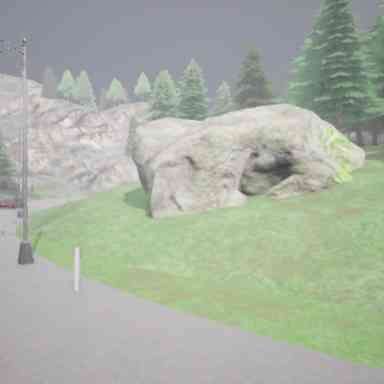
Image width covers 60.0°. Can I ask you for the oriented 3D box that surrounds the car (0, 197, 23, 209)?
[{"bbox_3d":[-21.692,1.234,40.136,1.994,1.385,4.181,-1,2,-4],"label":"car"}]
